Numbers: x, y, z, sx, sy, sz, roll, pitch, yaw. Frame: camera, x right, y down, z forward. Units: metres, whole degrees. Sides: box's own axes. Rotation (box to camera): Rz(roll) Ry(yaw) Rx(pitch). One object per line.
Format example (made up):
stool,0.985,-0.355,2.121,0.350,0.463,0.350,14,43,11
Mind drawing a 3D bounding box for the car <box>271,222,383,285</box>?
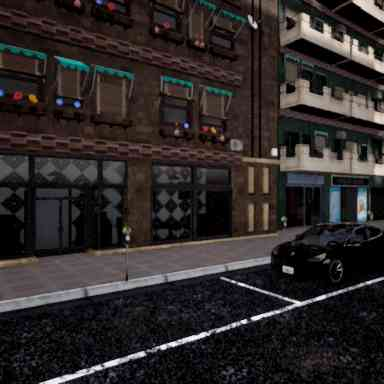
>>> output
car,4.160,1.564,9.530,4.313,1.339,1.947,0,0,-36
